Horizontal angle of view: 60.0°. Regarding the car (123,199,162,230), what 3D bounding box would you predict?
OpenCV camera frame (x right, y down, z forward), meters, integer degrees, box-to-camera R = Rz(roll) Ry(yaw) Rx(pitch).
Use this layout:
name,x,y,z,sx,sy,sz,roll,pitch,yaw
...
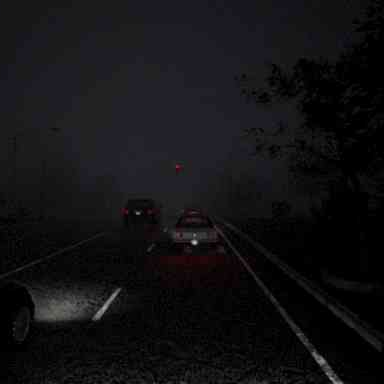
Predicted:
name,x,y,z,sx,sy,sz,roll,pitch,yaw
car,-3.403,1.510,23.650,2.150,2.045,5.566,0,-1,0

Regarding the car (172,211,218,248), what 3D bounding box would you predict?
name,x,y,z,sx,sy,sz,roll,pitch,yaw
car,0.096,1.758,15.470,1.895,1.301,4.718,0,-1,0

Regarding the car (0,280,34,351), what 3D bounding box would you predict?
name,x,y,z,sx,sy,sz,roll,pitch,yaw
car,-3.400,1.560,3.338,1.812,1.442,4.674,0,0,0

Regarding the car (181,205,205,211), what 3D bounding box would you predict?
name,x,y,z,sx,sy,sz,roll,pitch,yaw
car,0.097,1.975,29.588,1.837,1.490,4.892,0,-2,0
